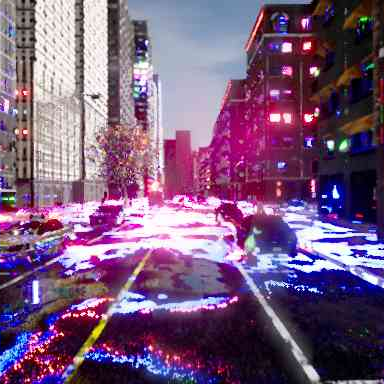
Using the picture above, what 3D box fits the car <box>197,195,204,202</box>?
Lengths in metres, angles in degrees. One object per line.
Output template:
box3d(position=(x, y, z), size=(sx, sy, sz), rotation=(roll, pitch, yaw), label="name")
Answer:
box3d(position=(2.081, 1.615, 83.635), size=(1.752, 1.417, 4.829), rotation=(0, 0, 0), label="car")

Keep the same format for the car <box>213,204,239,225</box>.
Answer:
box3d(position=(2.520, 1.549, 23.465), size=(2.008, 1.369, 4.403), rotation=(0, 0, 0), label="car")

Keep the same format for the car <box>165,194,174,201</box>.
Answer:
box3d(position=(-6.380, 1.477, 94.450), size=(2.192, 1.841, 5.009), rotation=(0, 0, 0), label="car")

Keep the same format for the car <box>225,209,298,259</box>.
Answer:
box3d(position=(2.601, 1.541, 12.399), size=(2.008, 1.369, 4.403), rotation=(0, 0, 0), label="car")

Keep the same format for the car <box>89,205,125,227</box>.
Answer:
box3d(position=(-5.860, 1.590, 23.404), size=(1.887, 1.381, 4.507), rotation=(0, 0, 0), label="car")

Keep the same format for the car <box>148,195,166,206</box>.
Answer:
box3d(position=(-6.098, 1.402, 55.791), size=(2.192, 1.841, 5.009), rotation=(0, 0, 0), label="car")

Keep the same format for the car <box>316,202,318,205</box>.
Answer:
box3d(position=(18.509, 1.168, 43.043), size=(4.829, 1.417, 1.752), rotation=(-1, 1, -1), label="car")

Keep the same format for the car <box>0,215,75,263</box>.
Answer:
box3d(position=(-5.778, 1.563, 12.169), size=(1.752, 1.417, 4.829), rotation=(0, 0, 0), label="car")

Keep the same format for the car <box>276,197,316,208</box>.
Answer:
box3d(position=(13.113, 1.299, 42.949), size=(4.403, 1.369, 2.008), rotation=(-1, 1, -1), label="car")

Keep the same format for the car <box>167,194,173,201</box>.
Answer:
box3d(position=(-6.338, 1.715, 88.928), size=(1.947, 1.339, 4.313), rotation=(0, 0, 0), label="car")

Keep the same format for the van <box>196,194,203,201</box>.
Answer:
box3d(position=(2.041, 1.442, 88.989), size=(1.690, 1.788, 3.998), rotation=(0, 0, 0), label="van")

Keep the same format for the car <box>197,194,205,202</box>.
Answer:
box3d(position=(2.123, 1.644, 77.943), size=(1.947, 1.339, 4.313), rotation=(0, 0, 0), label="car")
